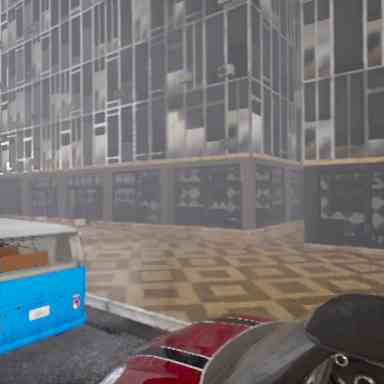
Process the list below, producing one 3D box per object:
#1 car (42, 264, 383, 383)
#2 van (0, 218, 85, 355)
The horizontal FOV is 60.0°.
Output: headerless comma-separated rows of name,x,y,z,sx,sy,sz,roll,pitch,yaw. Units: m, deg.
car,1.139,1.439,2.078,4.097,1.590,1.967,0,-1,36
van,-3.461,1.307,5.362,3.998,1.788,1.690,0,-1,36
